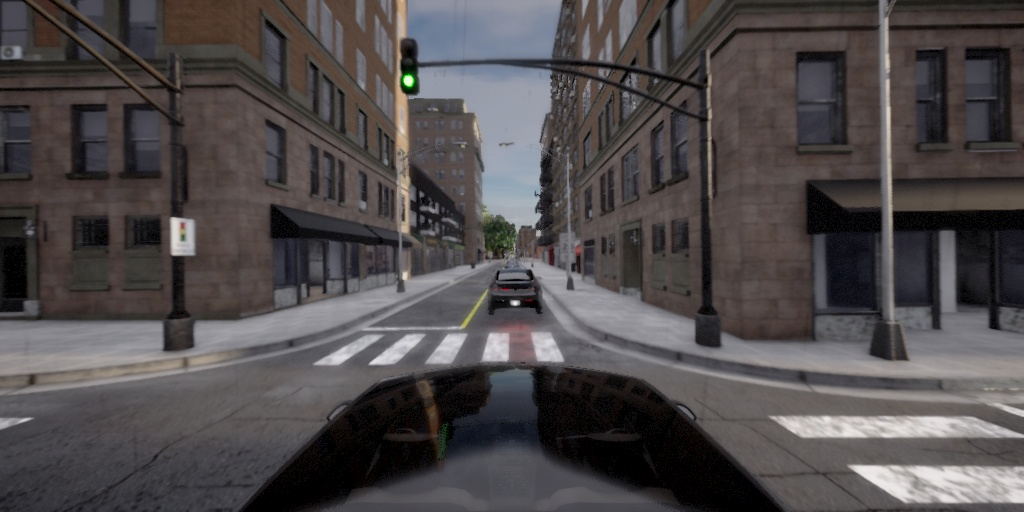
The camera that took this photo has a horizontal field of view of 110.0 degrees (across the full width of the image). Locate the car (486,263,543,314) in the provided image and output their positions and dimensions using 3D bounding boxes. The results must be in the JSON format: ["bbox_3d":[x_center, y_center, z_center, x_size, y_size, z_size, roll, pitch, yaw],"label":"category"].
[{"bbox_3d":[0.101,1.206,13.572,1.837,1.490,4.892,-1,0,0],"label":"car"}]

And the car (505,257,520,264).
[{"bbox_3d":[0.044,1.224,45.473,1.994,1.385,4.181,-1,0,0],"label":"car"}]
